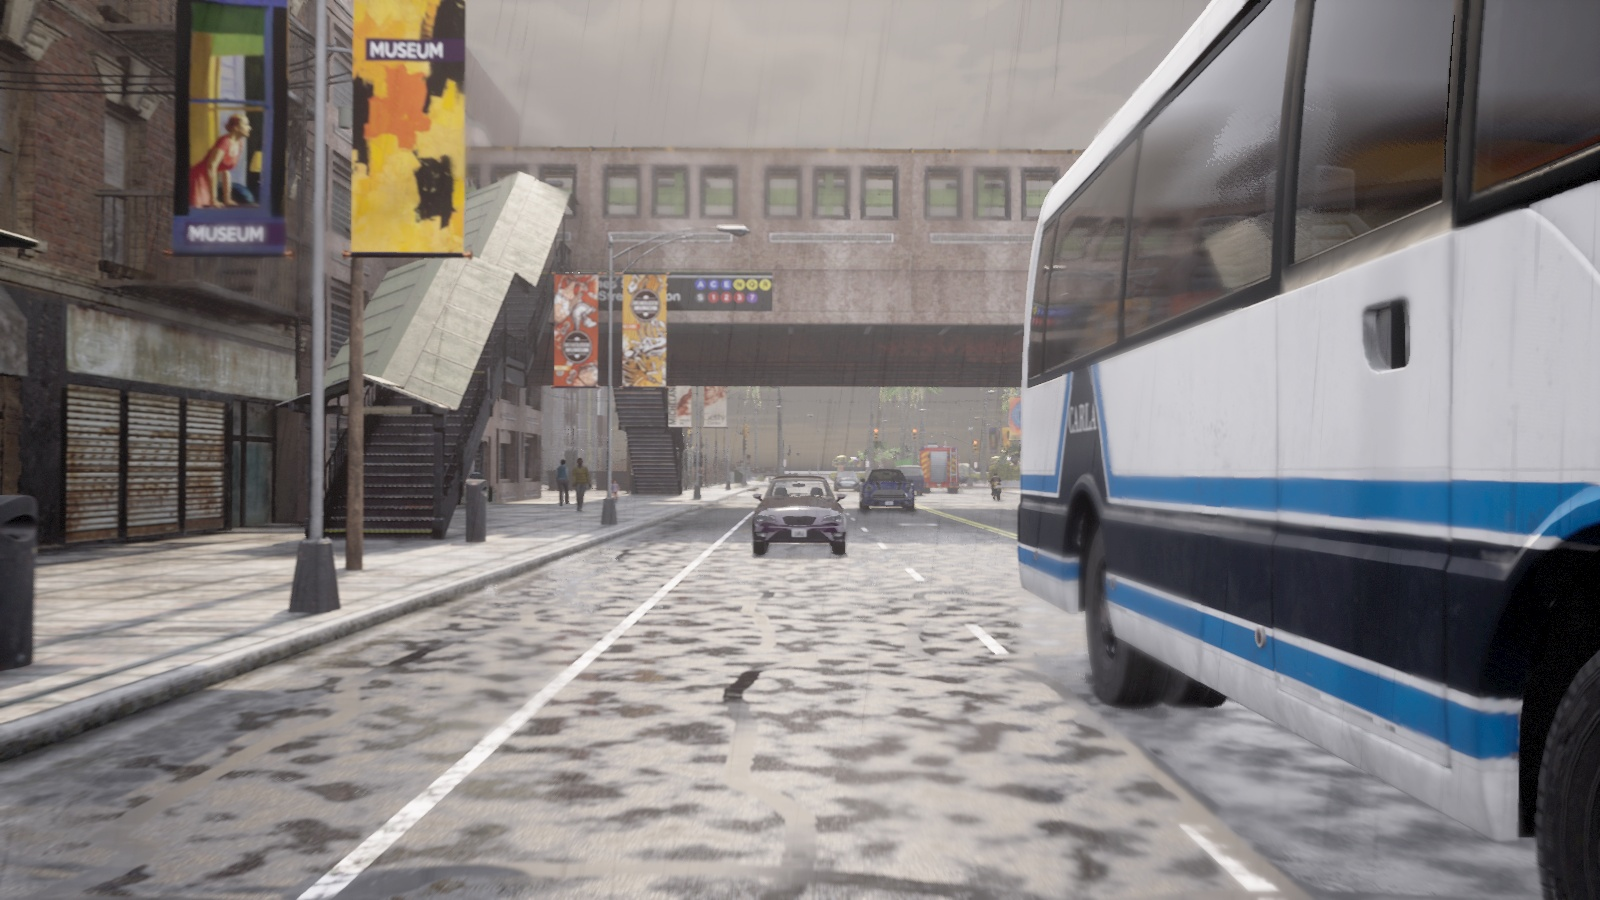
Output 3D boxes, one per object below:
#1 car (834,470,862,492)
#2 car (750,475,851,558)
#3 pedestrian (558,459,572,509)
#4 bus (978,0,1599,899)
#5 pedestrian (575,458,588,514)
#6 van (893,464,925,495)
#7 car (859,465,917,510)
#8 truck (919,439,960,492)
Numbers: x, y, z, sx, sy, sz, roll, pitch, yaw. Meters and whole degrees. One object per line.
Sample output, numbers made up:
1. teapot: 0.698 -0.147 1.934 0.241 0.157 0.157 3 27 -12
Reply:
1. car: 3.694 2.369 97.876 2.033 1.649 4.856 0 -1 0
2. car: 0.007 1.244 24.814 1.816 1.474 4.193 0 -1 0
3. pedestrian: -9.196 1.329 49.160 0.396 1.930 0.692 0 -1 5
4. bus: 3.495 -0.478 5.775 3.944 4.253 10.273 0 -1 0
5. pedestrian: -7.355 1.206 42.277 0.431 1.840 0.709 0 -1 -8
6. van: 7.159 1.923 82.567 1.775 1.987 4.442 0 -1 1
7. car: 3.582 1.525 51.716 2.097 1.767 4.553 0 -1 1
8. truck: 10.678 1.215 95.854 2.891 3.827 8.468 -1 -1 7
